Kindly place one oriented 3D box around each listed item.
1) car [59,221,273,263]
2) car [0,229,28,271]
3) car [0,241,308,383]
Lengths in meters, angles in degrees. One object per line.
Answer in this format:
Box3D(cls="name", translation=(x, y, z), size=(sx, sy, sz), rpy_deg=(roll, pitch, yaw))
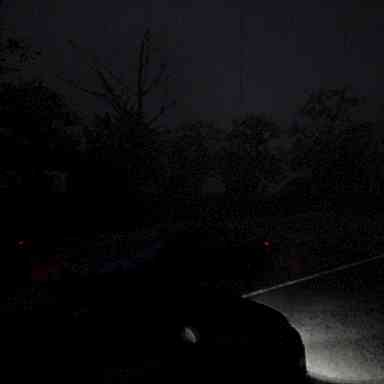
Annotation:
Box3D(cls="car", translation=(-0.378, 1.456, 8.059), size=(5.357, 1.411, 2.033), rpy_deg=(-2, 1, -36))
Box3D(cls="car", translation=(-6.604, 1.517, 7.867), size=(4.892, 1.490, 1.837), rpy_deg=(-1, 0, -36))
Box3D(cls="car", translation=(-0.809, 1.547, 3.179), size=(4.181, 1.385, 1.994), rpy_deg=(-1, 1, -36))
